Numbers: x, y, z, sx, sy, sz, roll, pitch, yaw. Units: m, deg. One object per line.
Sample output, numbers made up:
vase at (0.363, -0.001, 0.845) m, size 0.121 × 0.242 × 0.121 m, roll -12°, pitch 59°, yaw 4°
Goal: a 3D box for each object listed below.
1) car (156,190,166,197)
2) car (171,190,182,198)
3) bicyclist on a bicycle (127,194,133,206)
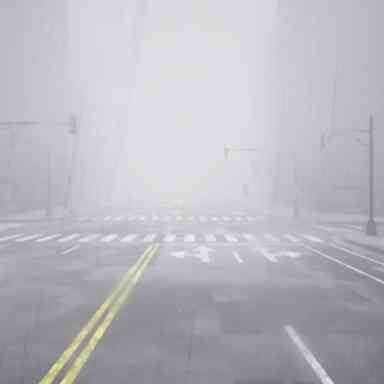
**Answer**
car at (-6.518, 0.359, 70.748) m, size 1.812 × 1.442 × 4.674 m, roll 0°, pitch 1°, yaw 0°
car at (-3.268, 0.360, 70.748) m, size 2.128 × 1.511 × 4.902 m, roll 0°, pitch 1°, yaw 0°
bicyclist on a bicycle at (-8.744, 1.130, 47.097) m, size 0.866 × 1.612 × 1.509 m, roll 0°, pitch 1°, yaw 0°
